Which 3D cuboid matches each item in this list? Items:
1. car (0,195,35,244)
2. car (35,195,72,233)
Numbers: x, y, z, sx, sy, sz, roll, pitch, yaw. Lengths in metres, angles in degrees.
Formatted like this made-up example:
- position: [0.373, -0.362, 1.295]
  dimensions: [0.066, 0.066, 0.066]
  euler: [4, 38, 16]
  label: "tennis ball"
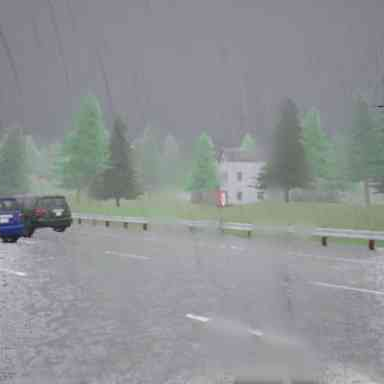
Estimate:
- position: [-9.487, 1.186, 14.155]
  dimensions: [5.566, 2.045, 2.150]
  euler: [0, 0, 31]
  label: "car"
- position: [-8.916, 1.178, 17.967]
  dimensions: [5.566, 2.045, 2.150]
  euler: [0, 0, 32]
  label: "car"
